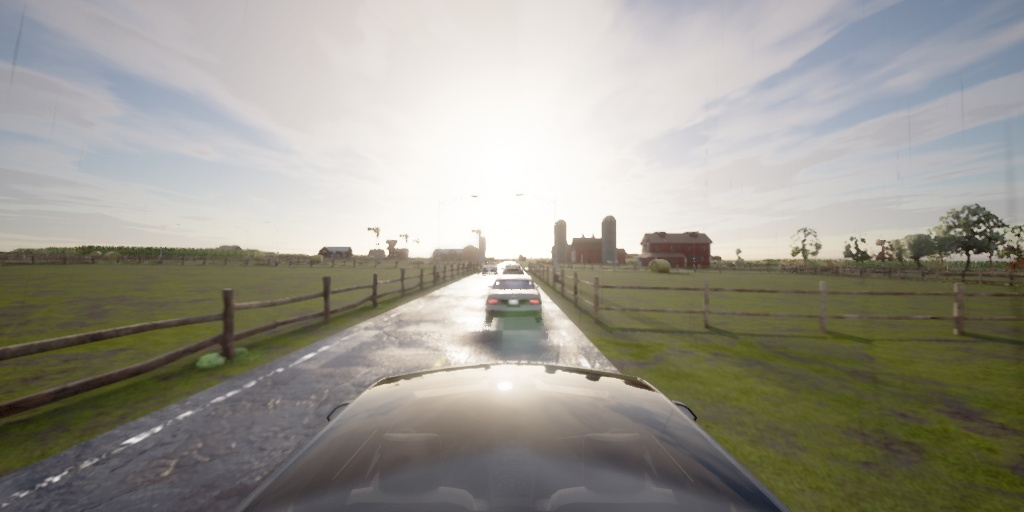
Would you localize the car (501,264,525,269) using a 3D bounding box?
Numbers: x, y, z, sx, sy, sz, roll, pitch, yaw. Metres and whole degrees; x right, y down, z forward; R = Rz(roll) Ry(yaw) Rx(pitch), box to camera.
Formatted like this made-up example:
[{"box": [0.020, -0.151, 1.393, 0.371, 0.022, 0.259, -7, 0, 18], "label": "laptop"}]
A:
[{"box": [0.091, 1.467, 32.787, 1.837, 1.490, 4.892, 0, 0, 0], "label": "car"}]

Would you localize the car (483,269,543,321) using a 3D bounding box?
[{"box": [0.067, 1.372, 12.696, 2.033, 1.411, 5.357, 0, 0, 0], "label": "car"}]

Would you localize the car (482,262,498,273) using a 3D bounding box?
[{"box": [-2.828, 1.553, 47.068, 2.128, 1.511, 4.902, 0, 0, 0], "label": "car"}]
